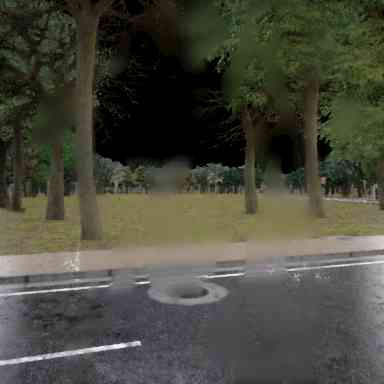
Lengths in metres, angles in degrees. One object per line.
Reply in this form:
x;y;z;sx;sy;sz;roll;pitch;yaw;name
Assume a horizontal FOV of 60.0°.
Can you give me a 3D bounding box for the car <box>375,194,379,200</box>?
45.225;1.250;80.036;1.994;1.385;4.181;0;0;5;car
